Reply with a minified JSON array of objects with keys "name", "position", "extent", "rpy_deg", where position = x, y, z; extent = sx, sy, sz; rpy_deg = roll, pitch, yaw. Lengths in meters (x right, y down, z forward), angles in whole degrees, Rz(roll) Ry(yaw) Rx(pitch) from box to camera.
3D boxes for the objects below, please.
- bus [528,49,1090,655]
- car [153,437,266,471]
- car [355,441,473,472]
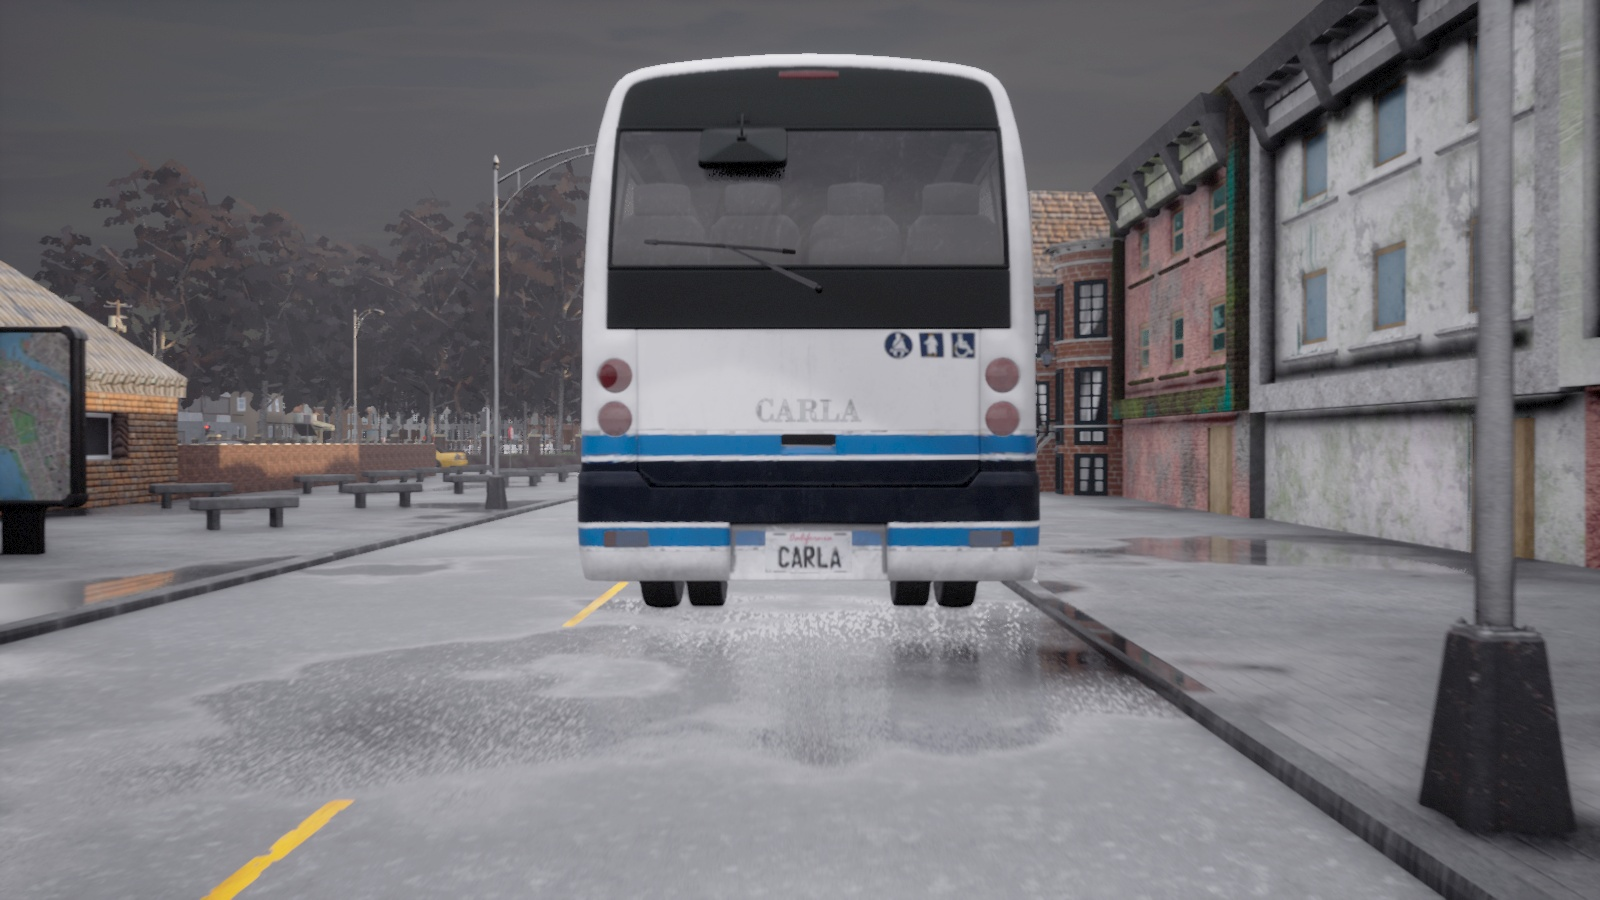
[{"name":"bus","position":[0.097,-0.709,13.961],"extent":[3.944,4.253,10.273],"rpy_deg":[0,0,0]},{"name":"car","position":[-29.615,0.211,63.073],"extent":[4.611,1.667,2.242],"rpy_deg":[0,0,-2]},{"name":"car","position":[-19.347,0.314,63.074],"extent":[5.366,1.575,1.801],"rpy_deg":[0,0,-2]}]
